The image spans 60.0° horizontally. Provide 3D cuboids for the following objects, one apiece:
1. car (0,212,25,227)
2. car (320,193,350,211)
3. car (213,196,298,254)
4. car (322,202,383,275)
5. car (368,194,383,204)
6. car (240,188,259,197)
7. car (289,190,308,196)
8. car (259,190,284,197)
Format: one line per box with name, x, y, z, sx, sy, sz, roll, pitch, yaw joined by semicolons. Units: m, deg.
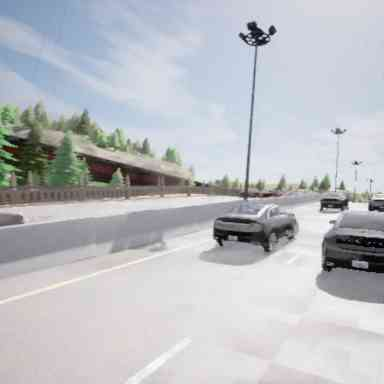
car;-7.510;1.057;9.379;2.033;1.411;5.357;2;2;31
car;12.158;0.819;28.274;1.837;1.490;4.892;2;2;31
car;2.480;1.130;12.070;2.128;1.511;4.902;2;2;31
car;4.925;1.287;9.343;1.837;1.490;4.892;2;2;31
car;15.233;0.928;26.601;2.128;1.511;4.902;2;2;31
car;8.903;0.138;50.321;1.882;1.535;5.008;2;0;31
car;15.182;0.438;47.187;2.128;1.511;4.902;2;0;31
car;11.845;0.381;48.434;1.895;1.301;4.718;2;0;31
